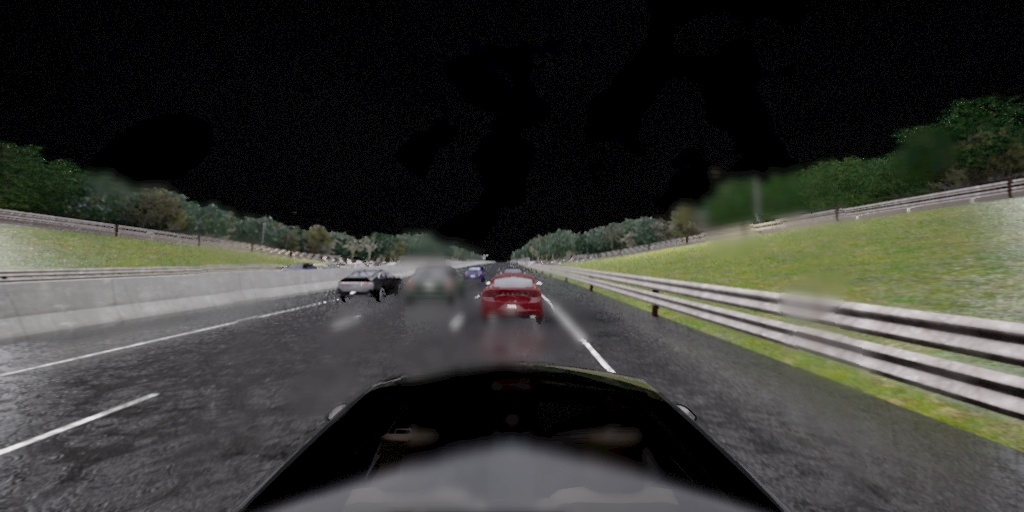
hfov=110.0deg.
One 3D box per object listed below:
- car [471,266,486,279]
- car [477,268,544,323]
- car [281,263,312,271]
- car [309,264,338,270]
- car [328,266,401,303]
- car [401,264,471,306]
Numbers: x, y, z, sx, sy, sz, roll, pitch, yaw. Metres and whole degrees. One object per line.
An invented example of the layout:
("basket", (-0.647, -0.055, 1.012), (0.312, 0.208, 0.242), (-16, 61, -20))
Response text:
("car", (-3.485, 1.655, 34.297), (1.812, 1.442, 4.674), (0, -1, -1))
("car", (0.068, 1.349, 12.765), (1.882, 1.535, 5.008), (0, -1, 1))
("car", (-24.806, 1.560, 41.779), (2.097, 1.767, 4.553), (0, -1, -1))
("car", (-21.311, 1.776, 41.935), (1.994, 1.385, 4.181), (0, -1, -1))
("car", (-6.903, 1.422, 17.987), (2.128, 1.511, 4.902), (0, -1, 0))
("car", (-3.406, 1.271, 17.009), (2.097, 1.767, 4.553), (0, -1, 0))
